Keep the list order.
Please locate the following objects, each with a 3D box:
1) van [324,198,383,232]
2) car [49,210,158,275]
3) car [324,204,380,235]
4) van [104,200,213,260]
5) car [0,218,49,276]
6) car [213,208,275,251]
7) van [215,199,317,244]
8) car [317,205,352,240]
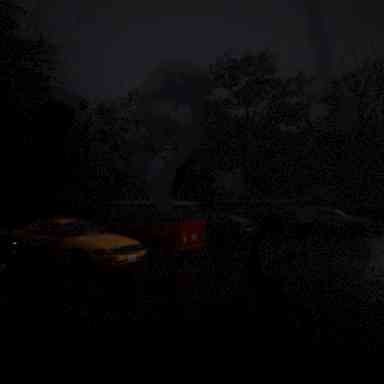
[{"bbox_3d":[10.282,1.369,21.051,4.442,1.987,1.878,-1,-1,34],"label":"van"},{"bbox_3d":[-3.841,1.492,10.619,5.366,1.575,1.946,-1,-1,34],"label":"car"},{"bbox_3d":[7.985,1.613,19.281,4.674,1.452,2.002,-1,-1,34],"label":"car"},{"bbox_3d":[-1.698,1.286,12.499,4.442,1.987,1.878,-1,-1,34],"label":"van"},{"bbox_3d":[-6.387,1.486,9.005,4.892,1.521,2.231,-1,-1,34],"label":"car"},{"bbox_3d":[0.797,1.563,14.138,4.674,1.452,2.002,-1,-1,34],"label":"car"},{"bbox_3d":[3.292,1.312,15.796,4.442,1.987,1.878,-1,-1,34],"label":"van"},{"bbox_3d":[5.590,1.596,17.568,4.674,1.452,2.002,-1,-1,34],"label":"car"}]
